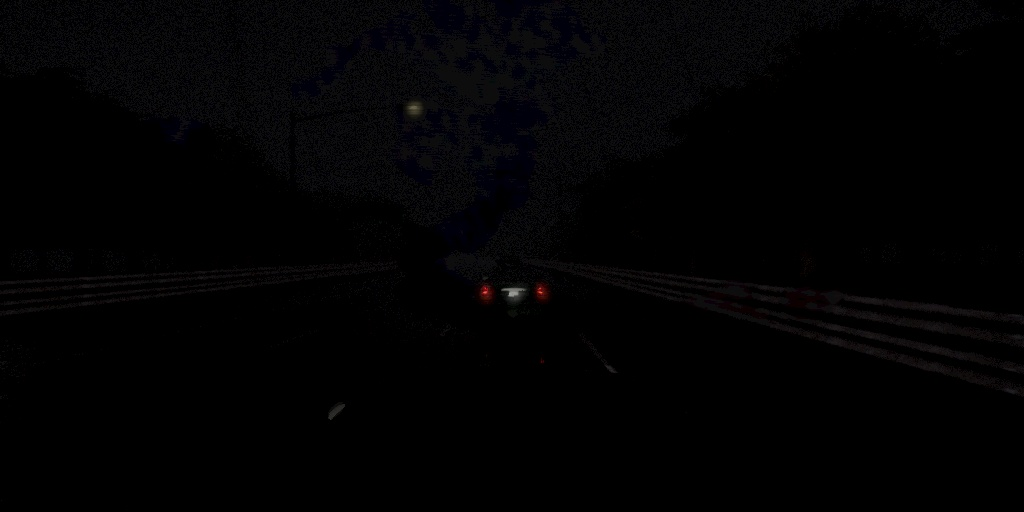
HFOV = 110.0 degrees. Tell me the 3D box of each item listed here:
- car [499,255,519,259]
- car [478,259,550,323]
[{"bbox_3d":[-0.287,0.950,30.980,2.150,2.045,5.566,0,0,-2],"label":"car"},{"bbox_3d":[0.045,1.093,12.284,2.097,1.767,4.553,0,0,-1],"label":"car"}]
